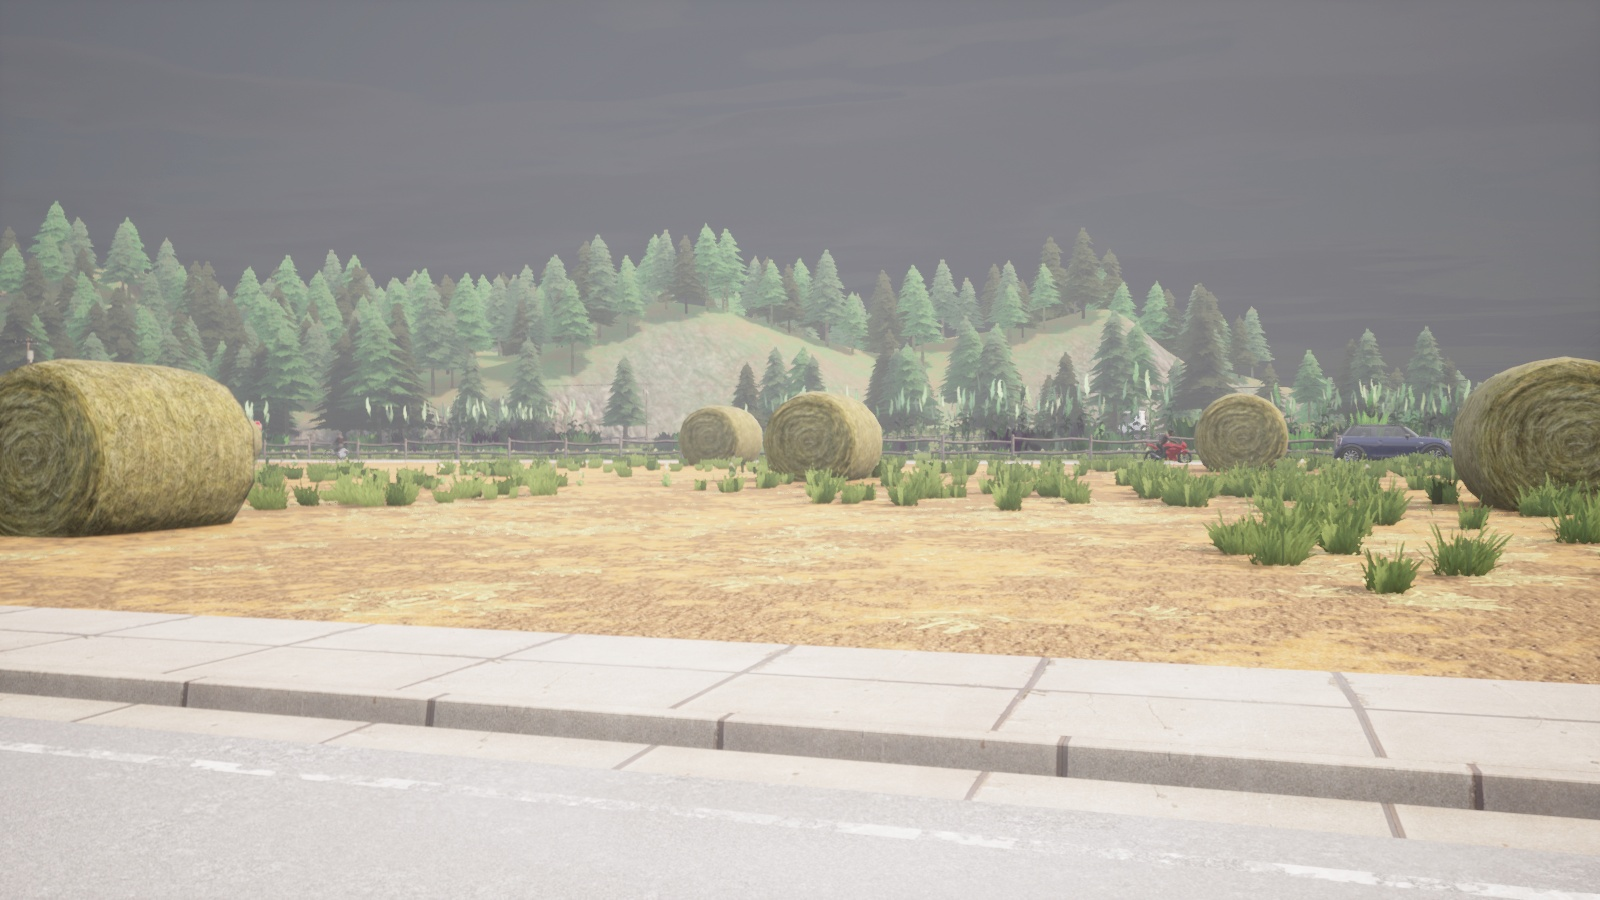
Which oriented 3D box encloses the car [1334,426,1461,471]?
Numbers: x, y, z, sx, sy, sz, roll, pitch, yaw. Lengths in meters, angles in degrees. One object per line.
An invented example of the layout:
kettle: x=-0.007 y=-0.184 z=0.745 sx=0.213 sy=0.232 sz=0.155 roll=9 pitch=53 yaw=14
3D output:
car: x=24.133 y=-0.073 z=50.938 sx=4.553 sy=1.767 sz=2.097 roll=0 pitch=1 yaw=23

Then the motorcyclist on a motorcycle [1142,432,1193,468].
motorcyclist on a motorcycle: x=15.918 y=0.000 z=54.335 sx=2.044 sy=1.523 sz=0.797 roll=0 pitch=1 yaw=22
